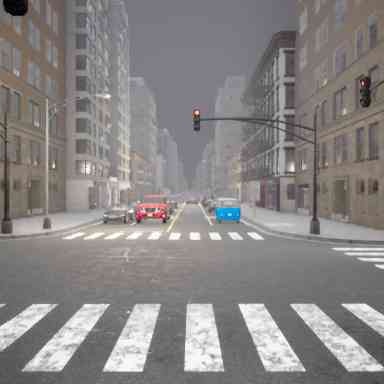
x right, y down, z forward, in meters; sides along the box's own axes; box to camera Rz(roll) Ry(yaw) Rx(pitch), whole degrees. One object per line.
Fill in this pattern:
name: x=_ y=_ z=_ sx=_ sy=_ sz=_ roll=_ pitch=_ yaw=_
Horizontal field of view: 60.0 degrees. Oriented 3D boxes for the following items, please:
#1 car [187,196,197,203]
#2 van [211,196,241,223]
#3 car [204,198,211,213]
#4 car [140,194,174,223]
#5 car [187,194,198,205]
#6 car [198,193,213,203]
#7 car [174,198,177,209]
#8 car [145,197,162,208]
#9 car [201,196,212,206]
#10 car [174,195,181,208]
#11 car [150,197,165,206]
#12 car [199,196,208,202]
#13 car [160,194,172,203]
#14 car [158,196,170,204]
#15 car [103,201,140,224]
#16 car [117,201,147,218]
car: x=0.042 y=1.580 z=68.696 sx=1.895 sy=1.301 sz=4.718 roll=0 pitch=0 yaw=0
van: x=2.616 y=1.340 z=24.891 sx=1.690 sy=1.788 sz=3.998 roll=0 pitch=0 yaw=0
car: x=2.607 y=1.580 z=36.253 sx=1.802 sy=1.307 sz=4.206 roll=0 pitch=0 yaw=0
car: x=-2.869 y=1.220 z=25.557 sx=2.150 sy=2.045 sz=5.566 roll=0 pitch=0 yaw=0
car: x=0.048 y=1.550 z=58.749 sx=1.994 sy=1.385 sz=4.181 roll=0 pitch=0 yaw=0
car: x=2.594 y=1.305 z=53.298 sx=2.192 sy=1.841 sz=5.009 roll=0 pitch=0 yaw=0
car: x=-2.880 y=1.599 z=35.374 sx=1.895 sy=1.301 sz=4.718 roll=0 pitch=0 yaw=0
car: x=-5.427 y=1.519 z=47.434 sx=1.752 sy=1.417 sz=4.829 roll=0 pitch=0 yaw=0
car: x=2.599 y=1.576 z=47.616 sx=1.802 sy=1.307 sz=4.206 roll=0 pitch=0 yaw=0
car: x=-2.872 y=1.500 z=45.434 sx=1.837 sy=1.490 sz=4.892 roll=0 pitch=0 yaw=0
car: x=-5.431 y=1.556 z=53.286 sx=1.947 sy=1.339 sz=4.313 roll=0 pitch=0 yaw=0
car: x=2.576 y=1.524 z=76.023 sx=2.008 sy=1.369 sz=4.403 roll=0 pitch=0 yaw=0
car: x=-5.445 y=1.292 z=70.330 sx=2.192 sy=1.841 sz=5.009 roll=0 pitch=0 yaw=0
car: x=-5.440 y=1.548 z=64.649 sx=1.947 sy=1.339 sz=4.313 roll=0 pitch=0 yaw=0
car: x=-5.409 y=1.549 z=24.876 sx=2.008 sy=1.369 sz=4.403 roll=0 pitch=0 yaw=0
car: x=-5.413 y=1.543 z=30.558 sx=1.887 sy=1.381 sz=4.507 roll=0 pitch=0 yaw=0
